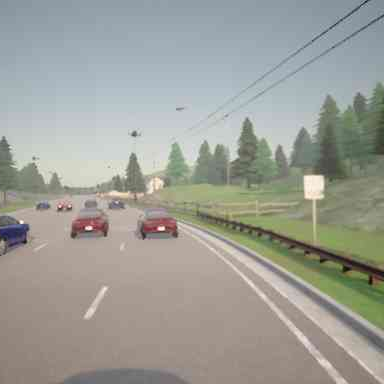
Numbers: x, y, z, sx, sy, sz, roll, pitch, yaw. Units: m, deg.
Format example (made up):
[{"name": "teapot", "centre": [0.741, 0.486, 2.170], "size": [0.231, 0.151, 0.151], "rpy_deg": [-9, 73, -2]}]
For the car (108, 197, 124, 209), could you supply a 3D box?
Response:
[{"name": "car", "centre": [-11.540, 1.603, 50.373], "size": [2.097, 1.767, 4.553], "rpy_deg": [-1, 0, -18]}]

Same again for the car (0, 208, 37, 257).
[{"name": "car", "centre": [-8.178, 1.643, 13.591], "size": [1.882, 1.535, 5.008], "rpy_deg": [-1, 0, -10]}]

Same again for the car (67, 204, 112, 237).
[{"name": "car", "centre": [-5.671, 1.646, 18.828], "size": [1.812, 1.442, 4.674], "rpy_deg": [-1, 0, -13]}]

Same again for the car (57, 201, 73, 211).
[{"name": "car", "centre": [-17.695, 1.969, 46.631], "size": [1.895, 1.301, 4.718], "rpy_deg": [-1, 0, -18]}]

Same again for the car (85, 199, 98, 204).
[{"name": "car", "centre": [-15.715, 1.824, 51.966], "size": [2.128, 1.511, 4.902], "rpy_deg": [-1, 0, -18]}]

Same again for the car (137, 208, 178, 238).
[{"name": "car", "centre": [-1.928, 1.573, 17.984], "size": [1.812, 1.442, 4.674], "rpy_deg": [-1, 0, -12]}]

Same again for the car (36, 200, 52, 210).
[{"name": "car", "centre": [-22.973, 1.998, 51.698], "size": [1.812, 1.442, 4.674], "rpy_deg": [-1, 0, -18]}]
